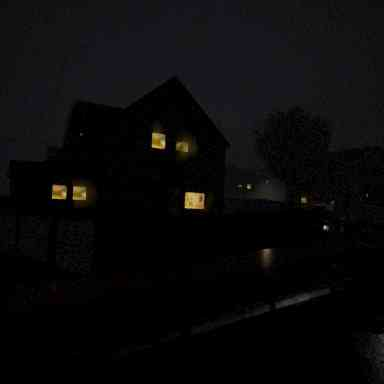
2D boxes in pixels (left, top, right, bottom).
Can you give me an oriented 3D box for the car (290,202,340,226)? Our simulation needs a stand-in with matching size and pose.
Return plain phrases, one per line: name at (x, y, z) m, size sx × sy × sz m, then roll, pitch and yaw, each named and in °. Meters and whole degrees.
car at (7.588, 1.443, 22.763) m, size 1.882 × 1.535 × 5.008 m, roll 4°, pitch -2°, yaw -33°
